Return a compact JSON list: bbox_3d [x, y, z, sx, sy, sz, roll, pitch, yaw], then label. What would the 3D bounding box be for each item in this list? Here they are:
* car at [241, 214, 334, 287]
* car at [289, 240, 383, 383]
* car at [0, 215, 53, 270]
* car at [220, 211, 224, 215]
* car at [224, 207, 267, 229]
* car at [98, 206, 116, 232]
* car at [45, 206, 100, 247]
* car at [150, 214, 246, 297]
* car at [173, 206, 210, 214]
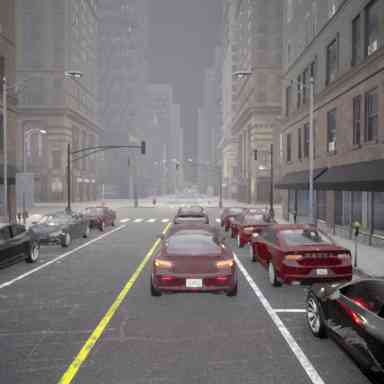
[{"bbox_3d":[2.728,1.544,9.225,1.887,1.381,4.507,-1,0,0],"label":"car"},{"bbox_3d":[2.745,1.565,3.720,1.947,1.339,4.313,-1,0,0],"label":"car"},{"bbox_3d":[-5.797,1.565,9.200,1.947,1.339,4.313,-1,0,0],"label":"car"},{"bbox_3d":[2.695,1.543,20.235,1.887,1.381,4.507,-1,0,0],"label":"car"},{"bbox_3d":[2.712,1.543,14.730,1.887,1.381,4.507,-1,0,0],"label":"car"},{"bbox_3d":[-5.830,1.543,20.210,1.887,1.381,4.507,-1,0,0],"label":"car"},{"bbox_3d":[-5.813,1.549,14.705,2.008,1.369,4.403,-1,0,0],"label":"car"},{"bbox_3d":[0.046,1.525,8.480,1.812,1.442,4.674,0,0,0],"label":"car"},{"bbox_3d":[-0.022,1.490,18.253,2.128,1.511,4.902,0,0,1],"label":"car"}]
